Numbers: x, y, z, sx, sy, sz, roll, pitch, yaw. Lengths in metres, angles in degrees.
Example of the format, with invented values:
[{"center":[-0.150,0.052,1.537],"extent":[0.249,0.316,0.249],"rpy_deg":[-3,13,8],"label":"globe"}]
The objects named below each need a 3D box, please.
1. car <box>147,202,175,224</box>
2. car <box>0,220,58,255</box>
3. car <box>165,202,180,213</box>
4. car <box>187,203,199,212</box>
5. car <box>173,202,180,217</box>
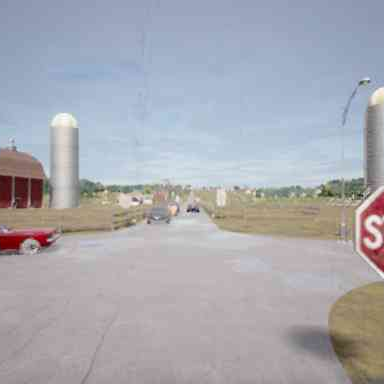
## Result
[{"center":[-2.810,1.920,29.214],"extent":[1.837,1.490,4.892],"rpy_deg":[0,-1,0],"label":"car"},{"center":[-7.846,1.771,13.119],"extent":[4.718,1.301,1.895],"rpy_deg":[0,0,-14],"label":"car"},{"center":[-2.772,2.230,49.052],"extent":[1.882,1.535,5.008],"rpy_deg":[0,-1,0],"label":"car"},{"center":[0.158,2.336,50.845],"extent":[2.033,1.411,5.357],"rpy_deg":[0,-1,0],"label":"car"},{"center":[-2.790,1.919,38.913],"extent":[2.097,1.767,4.553],"rpy_deg":[0,-1,0],"label":"car"}]
